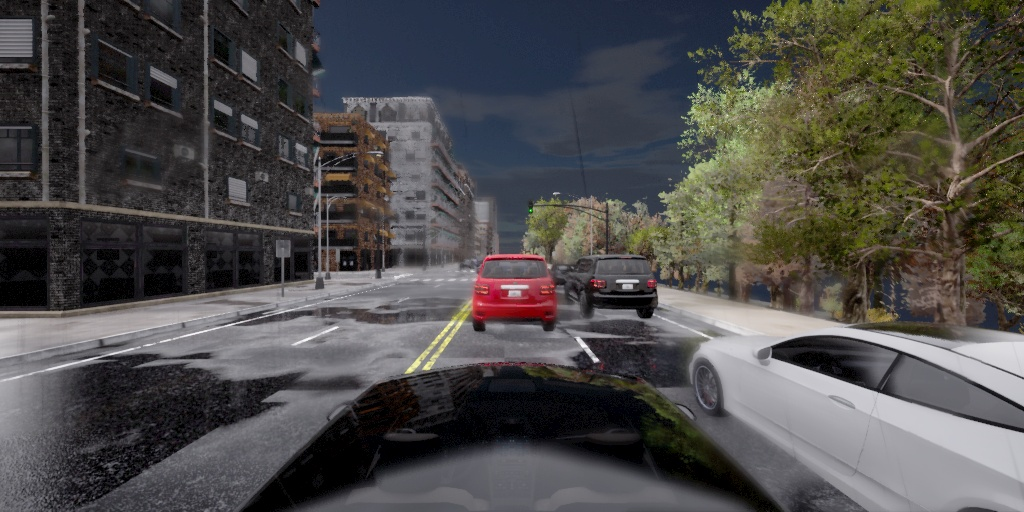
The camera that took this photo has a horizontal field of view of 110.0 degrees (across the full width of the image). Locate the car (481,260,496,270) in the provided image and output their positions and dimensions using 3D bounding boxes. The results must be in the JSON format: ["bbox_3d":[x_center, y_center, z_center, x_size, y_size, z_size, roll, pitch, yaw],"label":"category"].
[{"bbox_3d":[-3.559,1.334,55.134,1.994,1.385,4.181,0,0,0],"label":"car"}]

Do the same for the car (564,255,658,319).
[{"bbox_3d":[3.305,0.972,12.956,2.150,2.045,5.566,0,0,0],"label":"car"}]

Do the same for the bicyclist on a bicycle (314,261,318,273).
[{"bbox_3d":[-25.056,1.341,45.388,0.582,1.620,1.656,-1,0,-1],"label":"bicyclist on a bicycle"}]

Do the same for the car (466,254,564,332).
[{"bbox_3d":[0.062,0.972,11.057,2.150,2.045,5.566,0,0,0],"label":"car"}]

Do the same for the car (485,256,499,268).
[{"bbox_3d":[-3.564,0.999,64.249,2.150,2.045,5.566,0,0,0],"label":"car"}]

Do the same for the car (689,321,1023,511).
[{"bbox_3d":[3.344,1.276,2.973,1.812,1.442,4.674,0,0,0],"label":"car"}]

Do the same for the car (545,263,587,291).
[{"bbox_3d":[3.278,1.259,22.815,1.837,1.490,4.892,0,0,-2],"label":"car"}]

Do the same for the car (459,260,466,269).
[{"bbox_3d":[-6.778,1.275,54.722,1.837,1.490,4.892,0,0,2],"label":"car"}]

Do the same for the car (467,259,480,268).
[{"bbox_3d":[-6.814,1.303,63.969,1.812,1.442,4.674,0,0,0],"label":"car"}]
